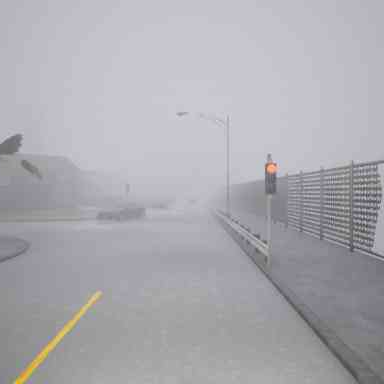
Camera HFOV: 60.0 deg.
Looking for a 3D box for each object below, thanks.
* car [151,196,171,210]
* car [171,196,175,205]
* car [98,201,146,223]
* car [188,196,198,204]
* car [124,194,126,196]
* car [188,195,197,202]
[{"bbox_3d":[-4.089,1.478,42.927,1.882,1.535,5.008,0,1,0],"label":"car"},{"bbox_3d":[-4.062,1.506,59.085,1.837,1.490,4.892,0,0,0],"label":"car"},{"bbox_3d":[-5.358,1.477,25.979,1.882,1.535,5.008,1,0,19],"label":"car"},{"bbox_3d":[0.117,1.547,65.882,2.033,1.411,5.357,0,0,0],"label":"car"},{"bbox_3d":[-17.260,1.134,78.260,3.633,1.501,1.845,0,0,0],"label":"car"},{"bbox_3d":[0.017,1.540,78.674,2.033,1.411,5.357,0,0,0],"label":"car"}]
